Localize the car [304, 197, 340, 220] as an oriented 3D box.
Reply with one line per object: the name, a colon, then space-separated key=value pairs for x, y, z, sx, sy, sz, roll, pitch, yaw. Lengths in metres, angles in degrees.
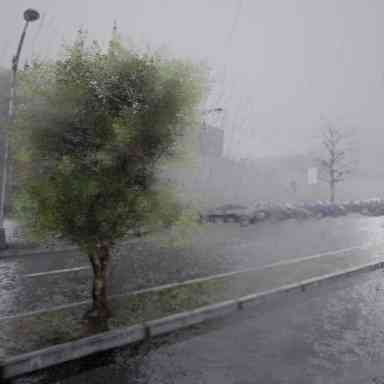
car: x=9.473 y=1.469 z=28.255 sx=5.008 sy=1.535 sz=2.097 roll=-1 pitch=0 yaw=30

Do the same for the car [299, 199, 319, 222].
car: x=7.208 y=1.508 z=26.365 sx=4.674 sy=1.452 sz=2.002 roll=-1 pitch=-1 yaw=31

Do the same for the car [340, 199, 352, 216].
car: x=11.687 y=1.348 z=30.196 sx=4.553 sy=1.767 sz=2.185 roll=-1 pitch=-1 yaw=30

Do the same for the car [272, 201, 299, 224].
car: x=4.930 y=1.467 z=24.477 sx=4.892 sy=1.521 sz=2.231 roll=-1 pitch=0 yaw=31

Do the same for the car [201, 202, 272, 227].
car: x=2.599 y=1.497 z=22.642 sx=4.792 sy=1.488 sz=2.163 roll=-1 pitch=0 yaw=32

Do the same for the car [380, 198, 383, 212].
car: x=18.344 y=1.490 z=36.054 sx=4.892 sy=1.521 sz=2.231 roll=0 pitch=0 yaw=28

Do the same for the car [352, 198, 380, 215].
car: x=16.152 y=1.484 z=34.071 sx=4.892 sy=1.521 sz=2.231 roll=0 pitch=0 yaw=29
